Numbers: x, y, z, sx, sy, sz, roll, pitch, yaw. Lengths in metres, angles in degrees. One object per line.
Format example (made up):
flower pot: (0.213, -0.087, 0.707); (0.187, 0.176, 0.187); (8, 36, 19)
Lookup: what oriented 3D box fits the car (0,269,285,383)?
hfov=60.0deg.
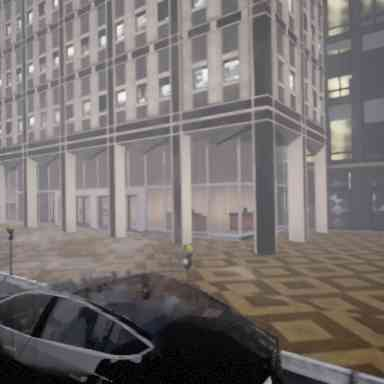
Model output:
car: (-1.157, 1.574, 3.716); (4.313, 1.339, 1.947); (0, -1, 36)
